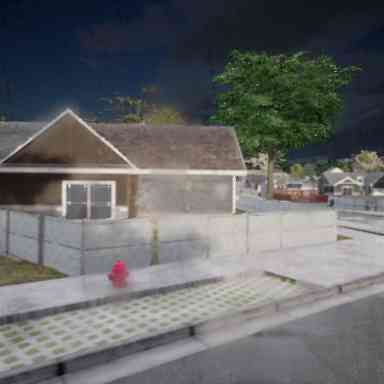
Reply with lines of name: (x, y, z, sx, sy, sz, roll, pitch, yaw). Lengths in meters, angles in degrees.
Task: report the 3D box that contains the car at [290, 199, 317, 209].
car: (12.409, 1.541, 38.052, 2.033, 1.411, 5.357, 0, 0, -4)
